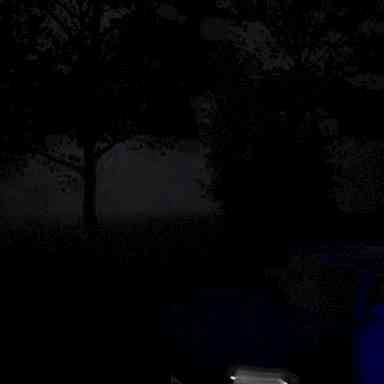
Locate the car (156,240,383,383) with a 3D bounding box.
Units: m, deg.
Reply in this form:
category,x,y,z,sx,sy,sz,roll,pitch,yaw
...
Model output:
category,x,y,z,sx,sy,sz,roll,pitch,yaw
car,1.914,1.479,4.448,5.008,1.535,1.882,0,0,-35
